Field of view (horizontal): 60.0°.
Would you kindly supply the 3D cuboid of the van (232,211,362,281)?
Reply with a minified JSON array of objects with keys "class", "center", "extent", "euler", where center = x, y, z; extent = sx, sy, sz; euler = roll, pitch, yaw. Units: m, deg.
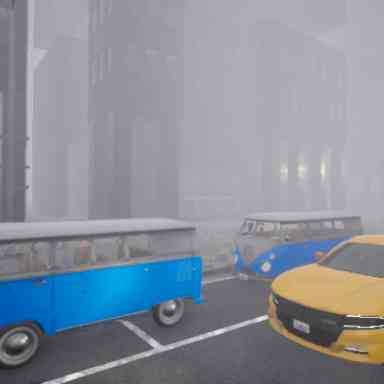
[{"class":"van","center":[2.875,1.404,8.707],"extent":[3.998,1.788,1.690],"euler":[1,0,-36]}]

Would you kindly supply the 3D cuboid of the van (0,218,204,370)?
[{"class":"van","center":[-1.696,1.356,5.439],"extent":[3.998,1.788,1.690],"euler":[1,0,-36]}]

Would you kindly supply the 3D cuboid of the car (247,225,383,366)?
[{"class":"car","center":[3.485,1.531,5.873],"extent":[5.008,1.535,1.882],"euler":[1,0,-36]}]
